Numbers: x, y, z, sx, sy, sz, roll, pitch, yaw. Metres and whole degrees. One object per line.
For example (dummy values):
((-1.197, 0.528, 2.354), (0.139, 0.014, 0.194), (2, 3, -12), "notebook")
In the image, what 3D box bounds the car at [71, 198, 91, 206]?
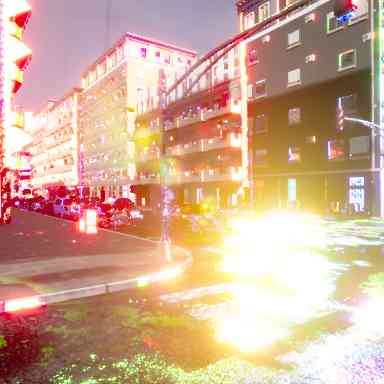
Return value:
((-18.563, 1.644, 55.740), (1.947, 1.339, 4.313), (-1, 1, -36), "car")

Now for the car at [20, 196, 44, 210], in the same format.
((-22.127, 1.628, 46.351), (1.967, 1.590, 4.097), (-1, 1, -36), "car")

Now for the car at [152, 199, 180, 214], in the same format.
((-2.386, 1.441, 33.290), (1.967, 1.590, 4.097), (-1, 1, -36), "car")

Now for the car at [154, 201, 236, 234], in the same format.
((0.038, 1.548, 20.028), (2.128, 1.511, 4.902), (-1, 0, -36), "car")

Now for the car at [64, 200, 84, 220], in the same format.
((-9.084, 1.652, 28.254), (1.752, 1.417, 4.829), (-1, 1, -36), "car")

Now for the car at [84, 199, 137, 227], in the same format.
((-5.949, 1.553, 23.902), (1.967, 1.590, 4.097), (-1, 1, -36), "car")

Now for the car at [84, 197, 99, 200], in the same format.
((-12.582, 1.465, 37.556), (2.097, 1.767, 4.553), (-1, 1, -36), "car")

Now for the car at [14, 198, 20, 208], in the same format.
((-25.361, 1.770, 50.841), (1.947, 1.339, 4.313), (-1, 1, -36), "car")

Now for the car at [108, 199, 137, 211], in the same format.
((-8.856, 1.582, 42.270), (2.008, 1.369, 4.403), (-1, 1, -36), "car")

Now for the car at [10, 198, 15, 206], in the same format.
((-31.832, 1.783, 59.821), (1.887, 1.381, 4.507), (-1, 1, -36), "car")

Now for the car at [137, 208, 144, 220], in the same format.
((-5.825, 1.608, 28.161), (1.812, 1.442, 4.674), (-1, 0, -36), "car")

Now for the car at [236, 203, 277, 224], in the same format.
((3.987, 1.498, 24.449), (1.752, 1.417, 4.829), (-1, 1, -36), "car")

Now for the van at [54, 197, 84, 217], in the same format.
((-12.422, 1.483, 32.880), (1.690, 1.788, 3.998), (-1, 1, -36), "van")

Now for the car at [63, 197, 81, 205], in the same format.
((-21.799, 1.645, 60.230), (2.008, 1.369, 4.403), (-1, 1, -36), "car")

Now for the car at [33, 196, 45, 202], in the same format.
((-37.977, 1.728, 82.680), (1.887, 1.381, 4.507), (-1, 1, -36), "car")
